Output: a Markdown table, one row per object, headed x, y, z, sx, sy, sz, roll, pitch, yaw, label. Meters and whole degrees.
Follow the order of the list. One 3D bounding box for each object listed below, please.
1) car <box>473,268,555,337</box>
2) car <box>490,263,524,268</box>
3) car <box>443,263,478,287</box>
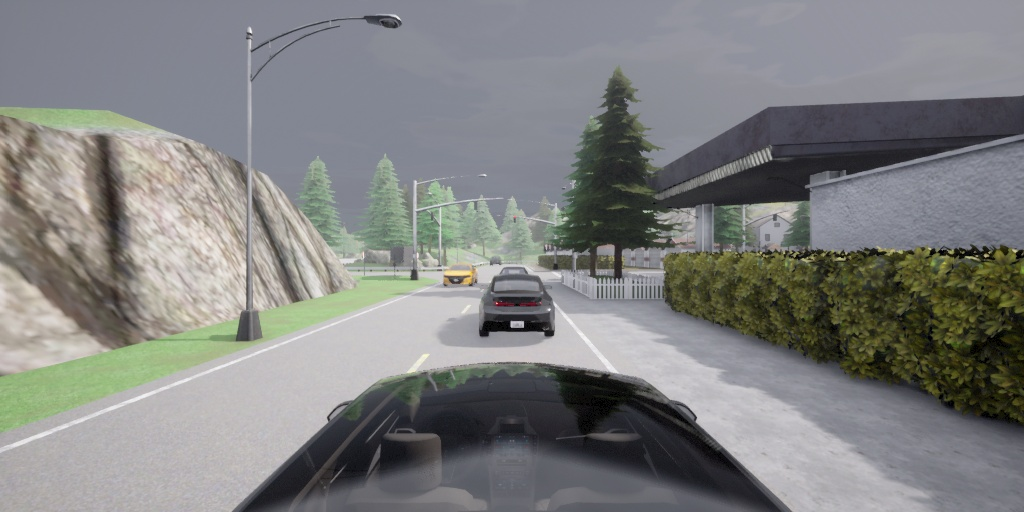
| x | y | z | sx | sy | sz | roll | pitch | yaw | label |
| --- | --- | --- | --- | --- | --- | --- | --- | --- | --- |
| 0.119 | 1.255 | 10.288 | 1.837 | 1.490 | 4.892 | 0 | 0 | 0 | car |
| 0.112 | 1.297 | 20.026 | 2.033 | 1.411 | 5.357 | 0 | 0 | 2 | car |
| -3.453 | 1.231 | 24.670 | 1.882 | 1.535 | 5.008 | 0 | 0 | 0 | car |
